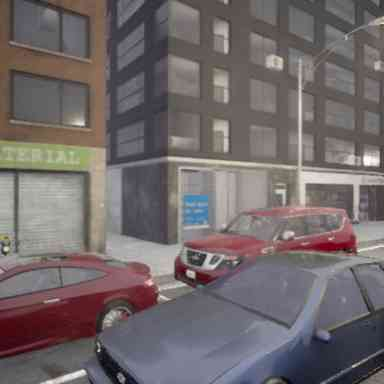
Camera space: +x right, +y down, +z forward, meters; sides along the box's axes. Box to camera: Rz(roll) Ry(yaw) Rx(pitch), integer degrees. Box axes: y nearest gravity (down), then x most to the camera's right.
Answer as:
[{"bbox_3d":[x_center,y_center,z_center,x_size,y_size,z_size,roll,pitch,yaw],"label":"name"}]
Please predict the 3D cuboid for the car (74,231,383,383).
[{"bbox_3d":[1.490,1.549,4.407,5.357,1.411,2.033,0,0,-35],"label":"car"}]

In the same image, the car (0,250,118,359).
[{"bbox_3d":[-2.492,1.583,4.869,4.206,1.307,1.802,0,0,-35],"label":"car"}]

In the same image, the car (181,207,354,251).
[{"bbox_3d":[2.029,1.317,8.091,5.009,1.841,2.192,0,0,-35],"label":"car"}]
